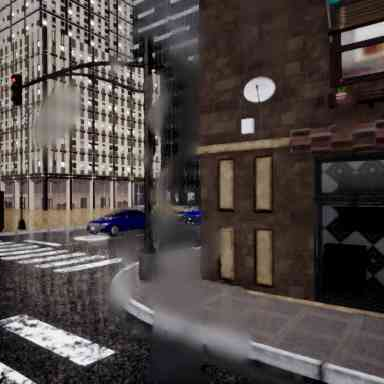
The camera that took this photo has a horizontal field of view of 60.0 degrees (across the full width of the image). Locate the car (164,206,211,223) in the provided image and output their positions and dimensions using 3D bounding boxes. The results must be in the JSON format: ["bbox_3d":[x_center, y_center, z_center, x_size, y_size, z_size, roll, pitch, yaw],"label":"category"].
[{"bbox_3d":[-0.330,1.974,30.490,2.008,1.369,4.403,-2,-2,35],"label":"car"}]

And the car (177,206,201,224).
[{"bbox_3d":[1.240,1.862,27.974,1.882,1.535,5.008,-1,-1,35],"label":"car"}]

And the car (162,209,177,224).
[{"bbox_3d":[-3.533,1.893,25.934,2.008,1.369,4.403,-2,-2,35],"label":"car"}]

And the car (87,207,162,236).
[{"bbox_3d":[-4.181,1.773,20.258,1.812,1.442,4.674,-1,-1,33],"label":"car"}]
